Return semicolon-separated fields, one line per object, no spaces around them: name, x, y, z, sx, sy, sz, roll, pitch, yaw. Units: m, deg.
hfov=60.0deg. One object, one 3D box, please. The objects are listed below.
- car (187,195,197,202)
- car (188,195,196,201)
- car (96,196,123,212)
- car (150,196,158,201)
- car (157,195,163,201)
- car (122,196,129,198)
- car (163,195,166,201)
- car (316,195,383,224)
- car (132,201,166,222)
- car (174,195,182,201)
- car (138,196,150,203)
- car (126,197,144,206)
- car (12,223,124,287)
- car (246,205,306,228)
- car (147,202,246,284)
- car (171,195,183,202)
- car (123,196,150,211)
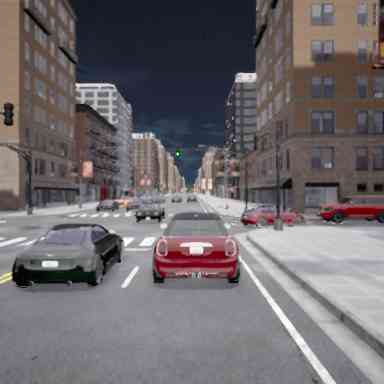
car;0.017;1.328;68.694;2.097;1.767;4.553;0;0;0
car;0.019;1.365;78.727;1.812;1.442;4.674;0;0;0
car;-9.841;1.555;39.157;1.994;1.385;4.181;0;0;0
car;-6.570;1.551;48.175;1.994;1.385;4.181;0;0;0
car;-6.517;1.487;56.973;1.837;1.490;4.892;0;0;1
car;-9.824;1.339;47.757;2.097;1.767;4.553;0;0;0
car;-6.483;1.329;67.121;2.097;1.767;4.553;0;0;0
car;12.271;1.255;24.945;5.566;2.045;2.150;0;0;0
car;-3.143;1.599;26.004;1.895;1.301;4.718;0;0;0
car;-3.231;1.366;78.728;1.812;1.442;4.674;0;0;0
car;-9.733;1.500;67.509;1.812;1.442;4.674;0;0;0
car;-9.758;1.529;57.255;2.033;1.411;5.357;0;0;1
car;-3.194;1.562;9.356;1.994;1.385;4.181;0;0;-2
car;5.353;1.570;21.845;4.181;1.385;1.994;0;-1;-18
car;0.102;1.351;9.742;2.097;1.767;4.553;0;0;0
car;-3.233;1.534;68.725;1.994;1.385;4.181;0;0;0
car;-6.586;1.554;39.777;1.994;1.385;4.181;0;0;0
